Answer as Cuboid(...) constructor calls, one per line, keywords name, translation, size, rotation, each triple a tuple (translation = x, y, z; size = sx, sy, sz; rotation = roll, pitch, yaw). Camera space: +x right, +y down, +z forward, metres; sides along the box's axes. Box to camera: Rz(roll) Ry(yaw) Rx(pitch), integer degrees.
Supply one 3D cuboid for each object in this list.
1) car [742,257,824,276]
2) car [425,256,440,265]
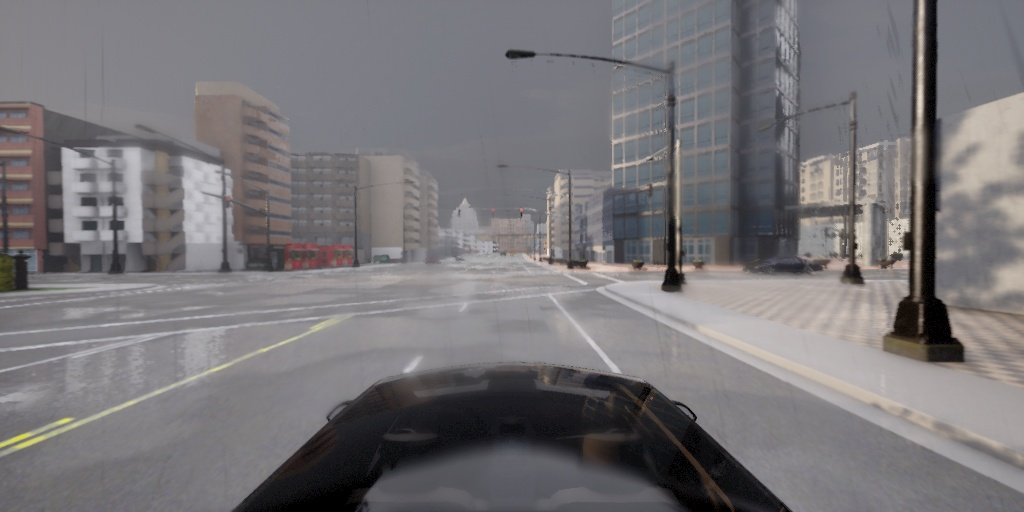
Cuboid(name="car", translation=(21.431, 0.781, 28.452), size=(5.357, 1.411, 2.033), rotation=(0, 1, 1))
Cuboid(name="car", translation=(-14.017, 0.807, 63.559), size=(1.882, 1.535, 5.008), rotation=(0, 1, 0))
